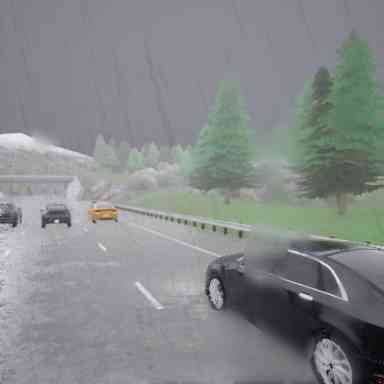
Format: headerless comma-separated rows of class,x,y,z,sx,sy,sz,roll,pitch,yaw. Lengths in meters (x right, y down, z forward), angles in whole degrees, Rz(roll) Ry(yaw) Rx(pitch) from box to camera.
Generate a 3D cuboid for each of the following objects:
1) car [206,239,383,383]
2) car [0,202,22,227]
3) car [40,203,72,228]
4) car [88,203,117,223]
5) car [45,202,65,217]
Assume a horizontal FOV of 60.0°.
car,1.842,1.511,5.251,1.837,1.490,4.892,0,0,-22
car,-13.604,1.523,24.008,2.097,1.767,4.553,0,0,-23
car,-9.656,1.649,23.659,1.837,1.490,4.892,0,0,-23
car,-7.417,1.621,27.359,1.882,1.535,5.008,0,0,-23
car,-14.733,1.821,35.689,1.895,1.301,4.718,0,0,-23
